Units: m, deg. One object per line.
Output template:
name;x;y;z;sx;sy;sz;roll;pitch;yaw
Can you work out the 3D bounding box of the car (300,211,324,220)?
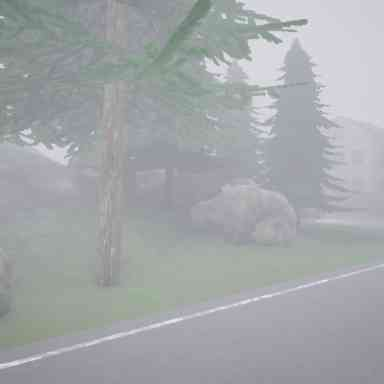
car;8.917;1.548;28.066;1.994;1.385;4.181;0;0;-35
